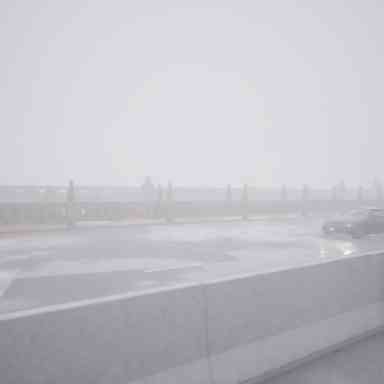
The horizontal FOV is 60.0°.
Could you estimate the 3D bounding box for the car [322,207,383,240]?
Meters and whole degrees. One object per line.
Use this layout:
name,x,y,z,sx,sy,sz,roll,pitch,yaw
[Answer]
car,8.717,1.510,16.809,4.674,1.442,1.812,0,0,-26
